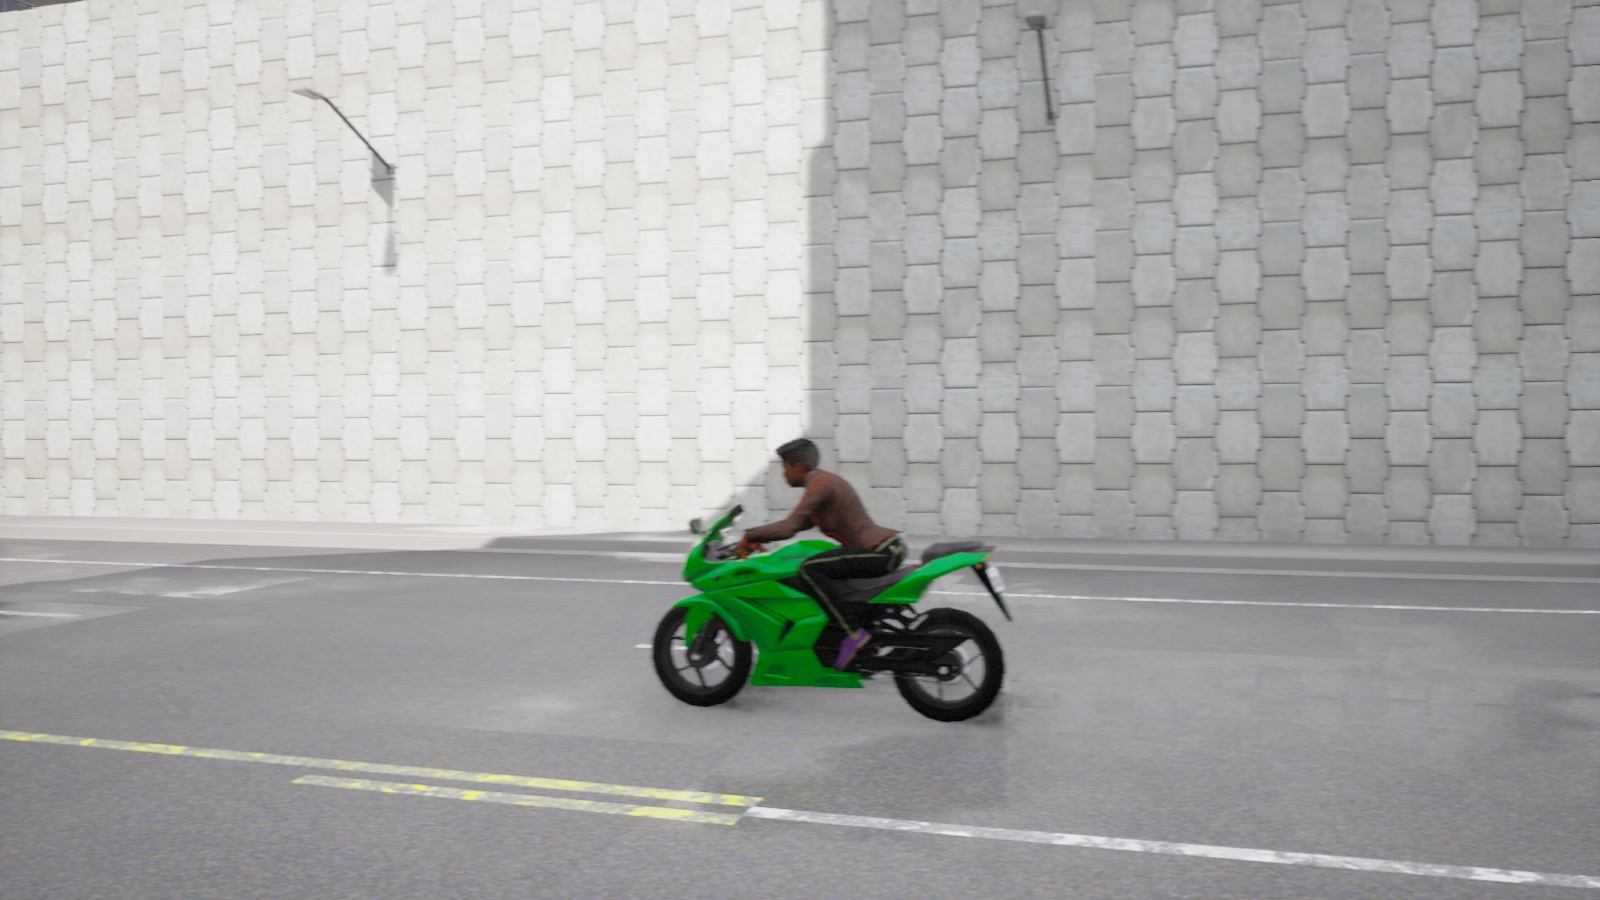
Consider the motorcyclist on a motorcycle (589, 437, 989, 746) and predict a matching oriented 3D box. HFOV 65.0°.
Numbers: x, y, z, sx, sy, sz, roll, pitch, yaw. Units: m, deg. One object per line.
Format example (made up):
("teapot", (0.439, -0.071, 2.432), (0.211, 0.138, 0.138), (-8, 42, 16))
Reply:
("motorcyclist on a motorcycle", (-0.048, 0.695, 6.887), (2.044, 1.523, 0.797), (0, 1, 16))
